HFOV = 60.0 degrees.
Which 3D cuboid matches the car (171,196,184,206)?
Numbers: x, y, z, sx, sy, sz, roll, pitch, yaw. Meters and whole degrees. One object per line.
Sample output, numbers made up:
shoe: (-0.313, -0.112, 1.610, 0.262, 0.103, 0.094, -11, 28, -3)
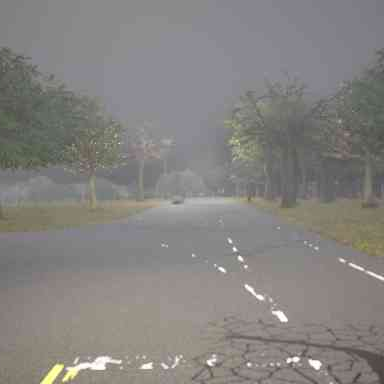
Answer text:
car: (-2.189, 1.382, 52.952, 2.033, 1.411, 5.357, -1, 1, 2)
